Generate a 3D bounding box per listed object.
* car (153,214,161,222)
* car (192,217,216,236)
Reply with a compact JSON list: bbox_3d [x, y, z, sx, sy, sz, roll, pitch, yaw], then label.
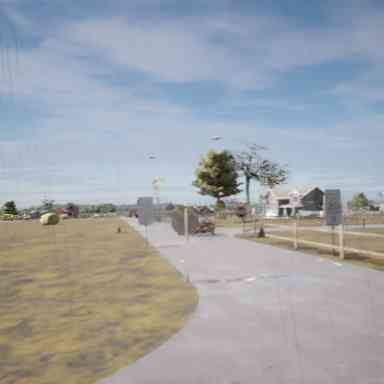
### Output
[{"bbox_3d":[-6.955,4.920,61.978,1.837,1.490,4.892,-1,-3,-13],"label":"car"},{"bbox_3d":[0.580,2.924,28.965,1.882,1.535,5.008,0,-3,-13],"label":"car"}]
